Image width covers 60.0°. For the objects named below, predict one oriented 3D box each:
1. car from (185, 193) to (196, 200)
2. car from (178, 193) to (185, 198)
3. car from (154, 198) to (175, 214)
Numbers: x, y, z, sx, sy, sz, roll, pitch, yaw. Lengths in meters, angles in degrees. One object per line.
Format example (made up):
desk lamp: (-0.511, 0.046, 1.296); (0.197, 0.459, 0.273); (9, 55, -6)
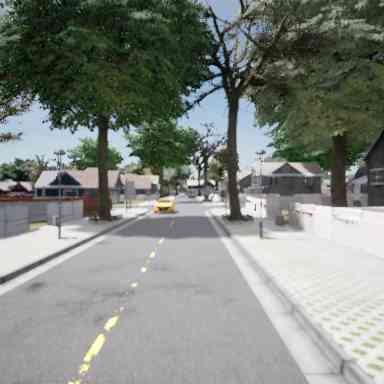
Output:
car: (-0.042, 1.047, 85.861); (2.097, 1.767, 4.553); (0, 0, 0)
car: (-2.796, 0.892, 93.008); (1.812, 1.442, 4.674); (0, 0, 0)
car: (-2.782, 1.389, 34.664); (1.882, 1.535, 5.008); (0, 0, 0)
